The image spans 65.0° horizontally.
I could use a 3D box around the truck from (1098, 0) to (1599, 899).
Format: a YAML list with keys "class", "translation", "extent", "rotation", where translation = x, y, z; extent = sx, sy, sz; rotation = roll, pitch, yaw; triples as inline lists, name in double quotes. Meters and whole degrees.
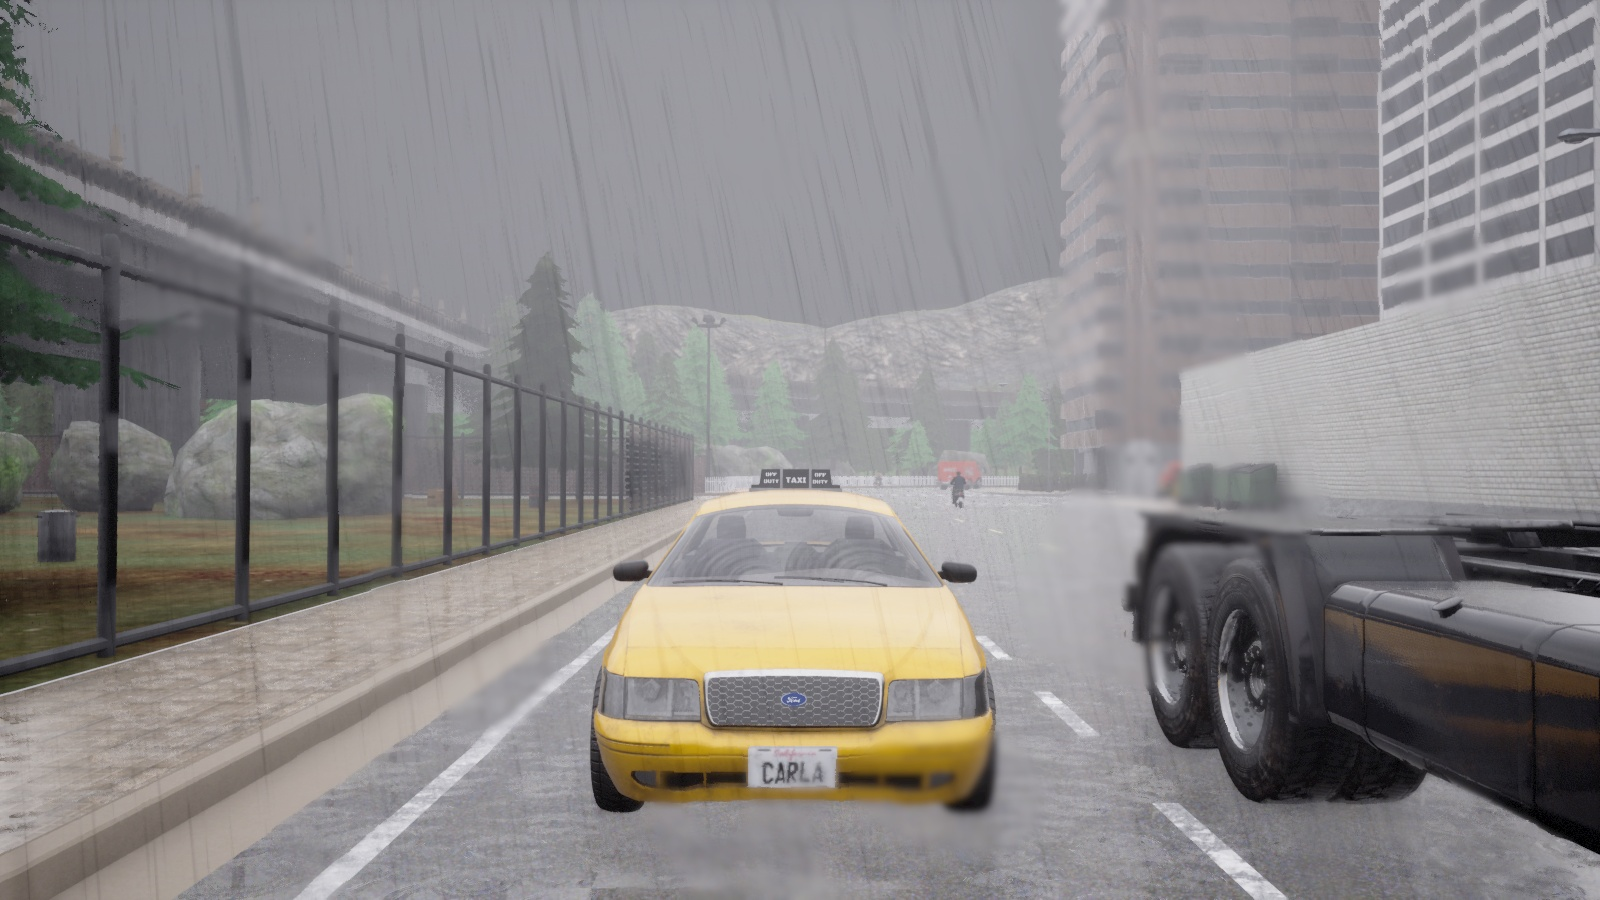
- class: "truck"
  translation: [3.483, -0.105, 4.529]
  extent: [2.891, 3.462, 7.936]
  rotation: [0, -1, 0]

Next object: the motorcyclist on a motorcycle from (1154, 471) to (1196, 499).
- class: "motorcyclist on a motorcycle"
  translation: [20.483, 1.920, 68.616]
  extent: [2.044, 1.523, 0.797]
  rotation: [0, -1, -1]

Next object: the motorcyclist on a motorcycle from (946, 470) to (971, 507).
- class: "motorcyclist on a motorcycle"
  translation: [6.844, 1.650, 54.296]
  extent: [0.866, 1.590, 1.817]
  rotation: [0, -1, 0]

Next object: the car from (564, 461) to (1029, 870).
- class: "car"
  translation: [-0.022, 0.880, 7.560]
  extent: [1.801, 1.575, 5.366]
  rotation: [0, -1, 0]

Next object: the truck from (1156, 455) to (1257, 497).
- class: "truck"
  translation: [24.399, 1.552, 75.578]
  extent: [5.204, 2.467, 2.627]
  rotation: [0, -1, 0]
